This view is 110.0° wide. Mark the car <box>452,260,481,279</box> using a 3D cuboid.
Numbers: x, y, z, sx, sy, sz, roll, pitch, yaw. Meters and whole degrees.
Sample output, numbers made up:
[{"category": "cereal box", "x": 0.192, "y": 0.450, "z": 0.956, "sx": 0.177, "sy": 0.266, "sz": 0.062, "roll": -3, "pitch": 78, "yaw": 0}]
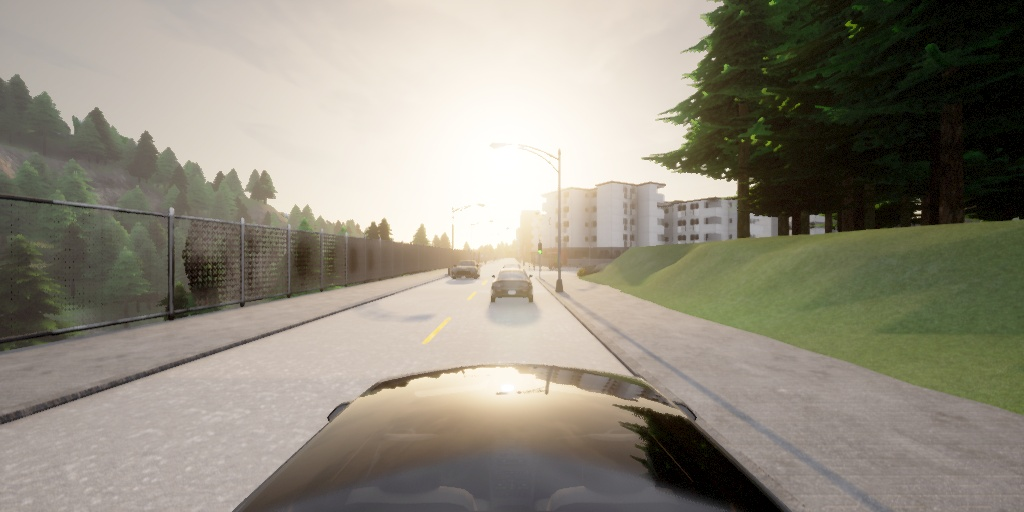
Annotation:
[{"category": "car", "x": -4.000, "y": 1.151, "z": 31.880, "sx": 2.097, "sy": 1.767, "sz": 4.553, "roll": 0, "pitch": 0, "yaw": 0}]

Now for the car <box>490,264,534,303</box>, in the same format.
[{"category": "car", "x": 0.000, "y": 1.280, "z": 16.500, "sx": 1.812, "sy": 1.442, "sz": 4.674, "roll": 0, "pitch": 0, "yaw": 0}]

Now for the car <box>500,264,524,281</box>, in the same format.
[{"category": "car", "x": 0.000, "y": 1.364, "z": 31.530, "sx": 1.895, "sy": 1.301, "sz": 4.718, "roll": 0, "pitch": 0, "yaw": 0}]
